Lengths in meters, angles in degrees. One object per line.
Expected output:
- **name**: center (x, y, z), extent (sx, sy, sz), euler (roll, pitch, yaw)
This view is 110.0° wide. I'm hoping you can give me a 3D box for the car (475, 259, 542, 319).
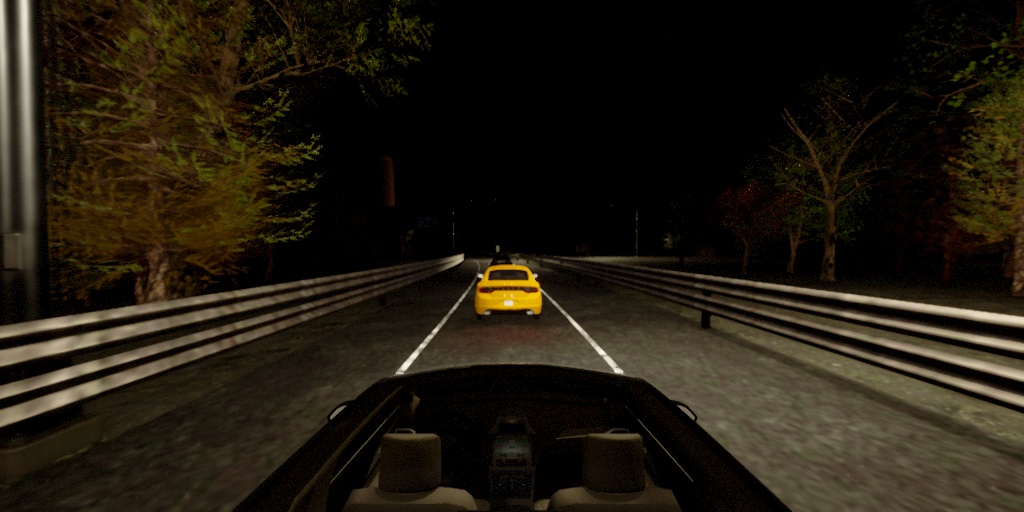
- **car**: center (-0.137, 1.031, 11.959), extent (1.882, 1.535, 5.008), euler (0, 1, -1)
